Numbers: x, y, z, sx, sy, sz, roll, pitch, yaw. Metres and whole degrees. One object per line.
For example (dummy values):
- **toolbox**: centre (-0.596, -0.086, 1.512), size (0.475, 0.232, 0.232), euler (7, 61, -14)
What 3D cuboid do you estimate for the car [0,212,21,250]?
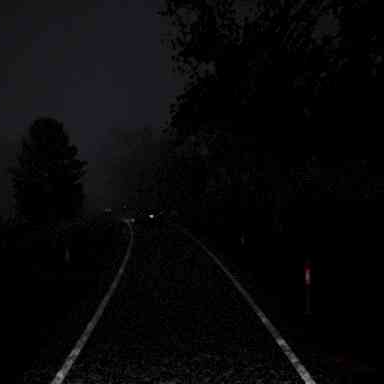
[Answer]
- **car**: centre (-9.178, 1.782, 13.270), size (2.231, 1.521, 4.892), euler (0, -1, -4)

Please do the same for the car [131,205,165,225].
- **car**: centre (-3.230, 1.641, 24.752), size (1.994, 1.385, 4.181), euler (-1, 0, -13)

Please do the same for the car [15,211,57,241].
- **car**: centre (-9.731, 1.834, 18.953), size (2.097, 1.535, 5.008), euler (0, -1, -6)

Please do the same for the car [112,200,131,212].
- **car**: centre (-8.780, 1.706, 41.430), size (1.994, 1.385, 4.181), euler (-1, 0, -23)

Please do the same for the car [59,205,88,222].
- **car**: centre (-12.403, 1.908, 35.502), size (2.097, 1.535, 5.008), euler (-1, 0, -10)

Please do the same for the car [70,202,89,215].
- **car**: centre (-13.983, 2.002, 41.439), size (2.002, 1.452, 4.674), euler (1, 0, -16)
